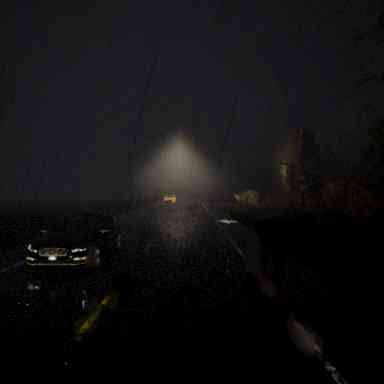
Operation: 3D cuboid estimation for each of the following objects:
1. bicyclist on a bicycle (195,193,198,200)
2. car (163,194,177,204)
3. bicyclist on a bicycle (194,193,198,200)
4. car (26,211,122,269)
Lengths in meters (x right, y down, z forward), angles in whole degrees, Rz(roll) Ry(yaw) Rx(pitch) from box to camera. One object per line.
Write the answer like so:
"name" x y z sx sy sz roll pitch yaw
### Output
"bicyclist on a bicycle" 0.966 1.046 69.326 0.582 1.620 1.656 0 0 0
"car" -3.561 1.159 54.283 1.882 1.535 5.008 0 0 0
"bicyclist on a bicycle" 0.962 0.977 78.334 0.866 1.612 1.509 0 0 0
"car" -3.600 1.440 10.999 1.837 1.490 4.892 0 0 0
